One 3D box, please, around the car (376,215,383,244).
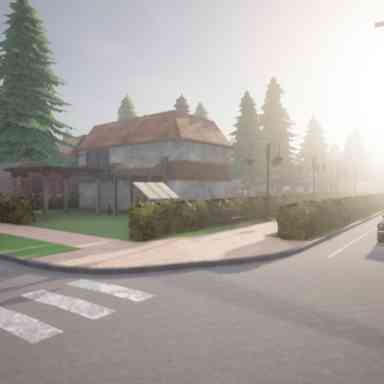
[{"bbox_3d":[8.946,1.367,13.741,1.895,1.301,4.718,1,1,37],"label":"car"}]
